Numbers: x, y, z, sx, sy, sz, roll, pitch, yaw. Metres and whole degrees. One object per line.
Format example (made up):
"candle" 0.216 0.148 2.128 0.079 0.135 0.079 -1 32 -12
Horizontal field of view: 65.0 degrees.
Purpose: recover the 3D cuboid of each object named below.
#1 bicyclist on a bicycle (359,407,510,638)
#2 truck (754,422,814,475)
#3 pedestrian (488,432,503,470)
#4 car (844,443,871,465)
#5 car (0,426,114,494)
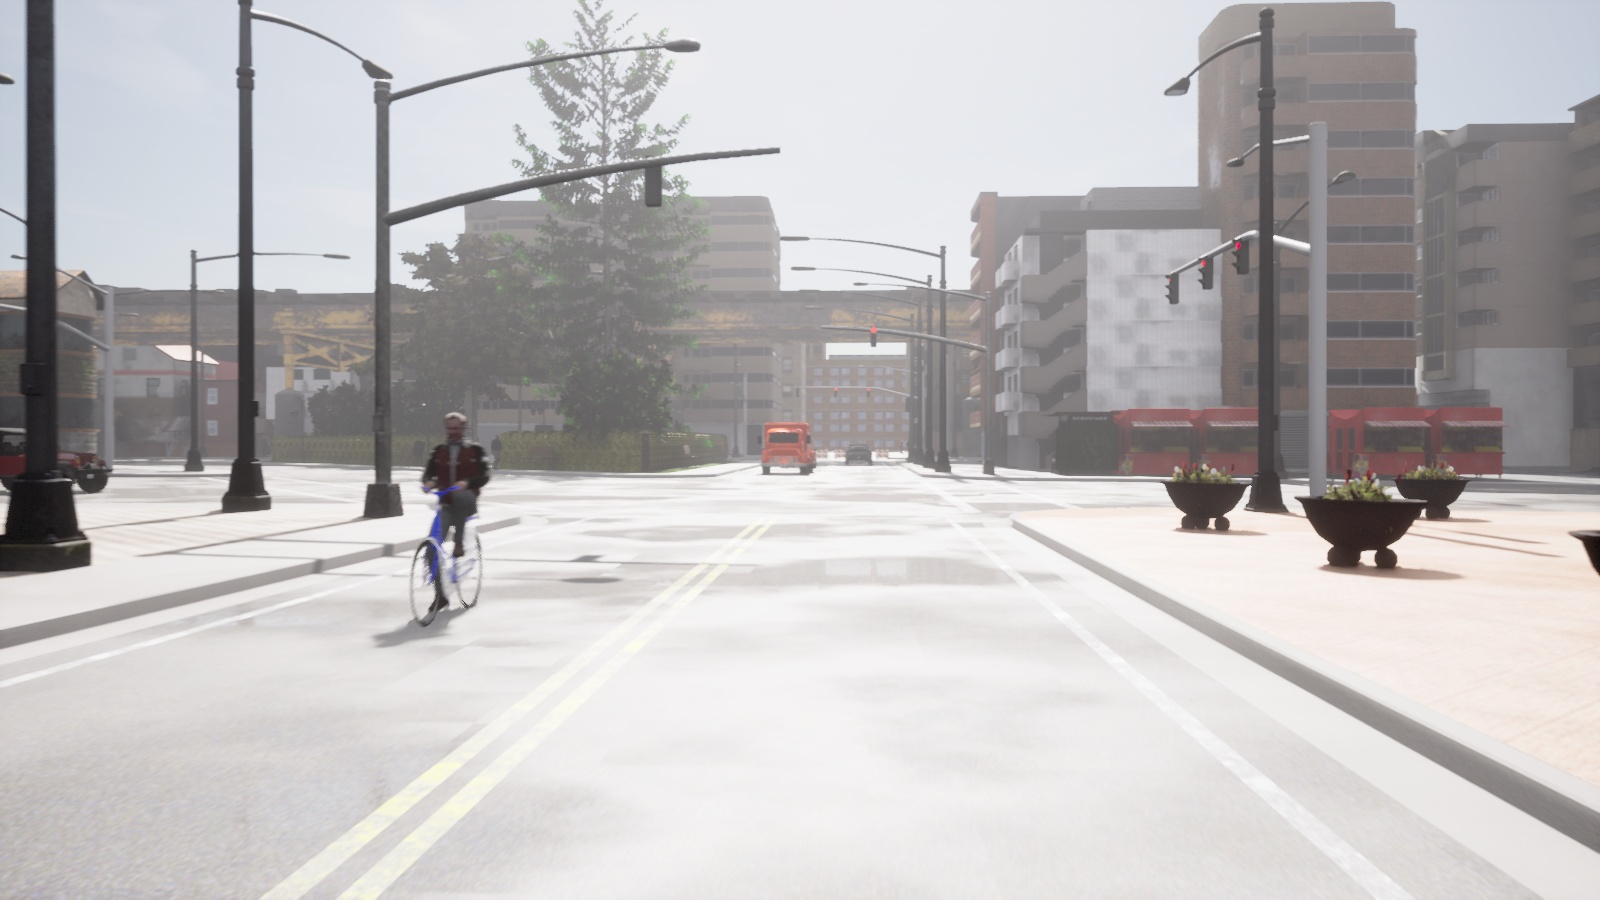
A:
"bicyclist on a bicycle" -3.028 0.554 10.578 0.659 1.776 1.843 0 0 3
"truck" -0.715 -0.086 61.043 2.627 2.467 5.204 0 0 3
"pedestrian" -14.856 0.032 61.248 0.402 1.842 0.726 0 0 -40
"car" 3.955 0.269 86.538 1.837 1.490 4.892 0 0 3
"car" -22.195 0.262 36.141 3.866 1.878 1.905 0 0 3
